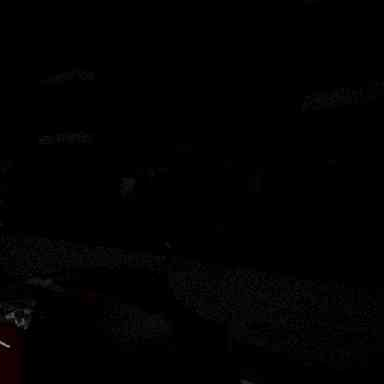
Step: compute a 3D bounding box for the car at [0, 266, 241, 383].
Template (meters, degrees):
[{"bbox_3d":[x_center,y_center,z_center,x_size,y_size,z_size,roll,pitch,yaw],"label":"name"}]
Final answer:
[{"bbox_3d":[-1.480,1.564,3.866,4.206,1.307,1.802,0,0,35],"label":"car"}]
